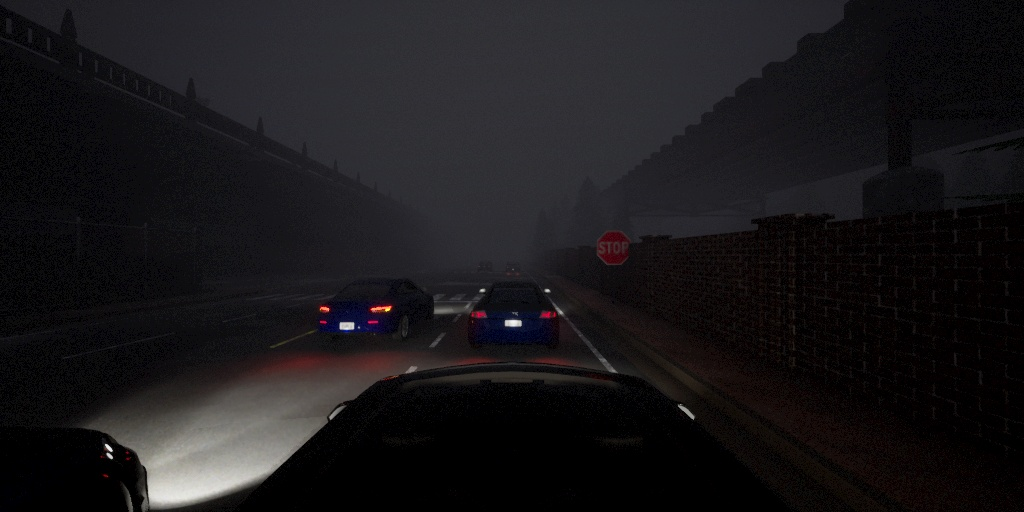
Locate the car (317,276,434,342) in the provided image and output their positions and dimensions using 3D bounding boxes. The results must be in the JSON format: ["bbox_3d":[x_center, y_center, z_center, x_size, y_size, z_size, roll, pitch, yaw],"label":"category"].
[{"bbox_3d":[-3.412,1.276,9.698,1.812,1.442,4.674,0,0,0],"label":"car"}]

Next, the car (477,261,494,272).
[{"bbox_3d":[-3.394,1.297,45.835,2.033,1.411,5.357,0,0,-1],"label":"car"}]

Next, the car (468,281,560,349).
[{"bbox_3d":[0.070,1.314,9.176,1.994,1.385,4.181,0,0,1],"label":"car"}]

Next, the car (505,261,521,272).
[{"bbox_3d":[0.101,1.351,45.994,1.895,1.301,4.718,0,0,-1],"label":"car"}]

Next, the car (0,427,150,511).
[{"bbox_3d":[-3.398,1.314,0.602,1.994,1.385,4.181,0,0,0],"label":"car"}]
